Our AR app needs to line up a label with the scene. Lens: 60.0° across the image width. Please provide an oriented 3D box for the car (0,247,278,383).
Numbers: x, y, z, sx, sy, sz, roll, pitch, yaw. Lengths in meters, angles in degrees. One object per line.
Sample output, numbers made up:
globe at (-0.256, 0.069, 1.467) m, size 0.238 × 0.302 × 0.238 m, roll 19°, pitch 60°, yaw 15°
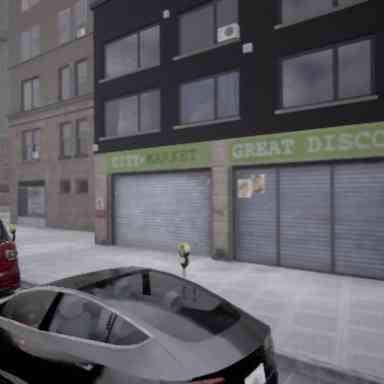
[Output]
car at (-1.174, 1.586, 3.921) m, size 4.313 × 1.339 × 1.947 m, roll 0°, pitch 0°, yaw 36°

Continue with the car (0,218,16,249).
car at (-5.670, 1.371, 7.133) m, size 5.009 × 1.841 × 2.192 m, roll 0°, pitch 0°, yaw 36°
